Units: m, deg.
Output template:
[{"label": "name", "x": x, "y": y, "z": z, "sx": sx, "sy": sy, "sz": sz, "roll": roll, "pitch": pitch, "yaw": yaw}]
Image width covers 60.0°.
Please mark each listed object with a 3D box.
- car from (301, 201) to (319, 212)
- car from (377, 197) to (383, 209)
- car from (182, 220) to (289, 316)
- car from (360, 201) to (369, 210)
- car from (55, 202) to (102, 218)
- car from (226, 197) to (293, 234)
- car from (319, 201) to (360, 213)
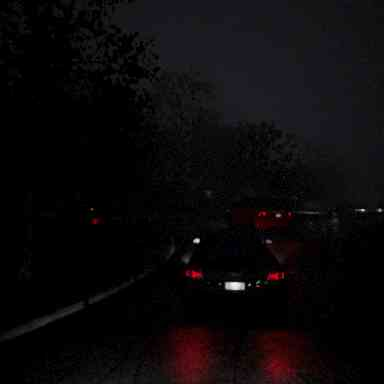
[{"label": "car", "x": 17.028, "y": 2.014, "z": 45.832, "sx": 4.674, "sy": 1.442, "sz": 1.812, "roll": 1, "pitch": -1, "yaw": -33}, {"label": "car", "x": 34.705, "y": 1.927, "z": 59.863, "sx": 2.150, "sy": 2.045, "sz": 5.566, "roll": 0, "pitch": 0, "yaw": 30}, {"label": "car", "x": 0.935, "y": 1.583, "z": 7.671, "sx": 1.994, "sy": 1.385, "sz": 4.181, "roll": 0, "pitch": 0, "yaw": 6}, {"label": "car", "x": 28.808, "y": 2.233, "z": 56.689, "sx": 2.033, "sy": 1.411, "sz": 5.357, "roll": 0, "pitch": 0, "yaw": 37}, {"label": "car", "x": -10.572, "y": 1.659, "z": 31.115, "sx": 4.674, "sy": 1.442, "sz": 1.812, "roll": 0, "pitch": 0, "yaw": 24}, {"label": "car", "x": 3.746, "y": 1.297, "z": 19.387, "sx": 2.150, "sy": 2.045, "sz": 5.566, "roll": 0, "pitch": -1, "yaw": -13}, {"label": "car", "x": 19.291, "y": 1.991, "z": 43.451, "sx": 4.892, "sy": 1.490, "sz": 1.837, "roll": 1, "pitch": 0, "yaw": -33}]
